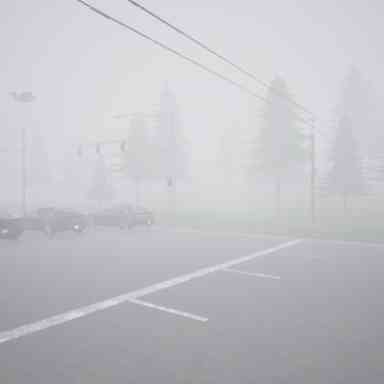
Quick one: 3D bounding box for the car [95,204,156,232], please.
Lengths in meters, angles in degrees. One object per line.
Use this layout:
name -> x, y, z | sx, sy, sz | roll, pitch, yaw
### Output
car -> -4.373, 1.492, 20.008 | 4.902, 1.511, 2.128 | 0, 0, 35

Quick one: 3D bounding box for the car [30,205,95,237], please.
car -> -7.764, 1.505, 18.128 | 4.892, 1.490, 1.837 | 0, 0, 35

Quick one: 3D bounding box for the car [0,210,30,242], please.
car -> -9.775, 1.478, 15.263 | 5.008, 1.535, 1.882 | 0, 0, 35
